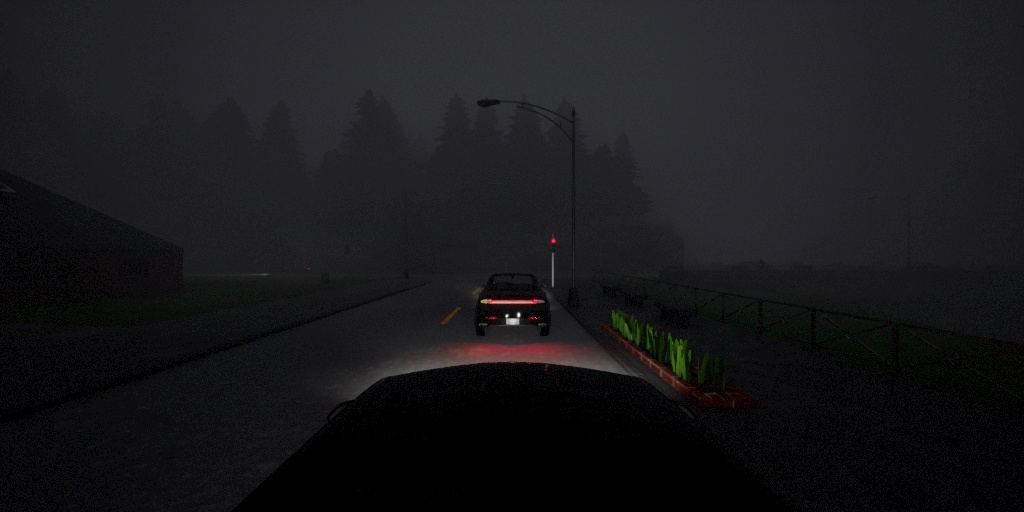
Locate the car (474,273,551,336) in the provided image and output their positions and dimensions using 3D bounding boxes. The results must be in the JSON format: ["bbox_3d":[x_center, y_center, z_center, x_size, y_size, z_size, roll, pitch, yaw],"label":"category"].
[{"bbox_3d":[0.022,1.241,10.375,2.128,1.511,4.902,0,0,0],"label":"car"}]

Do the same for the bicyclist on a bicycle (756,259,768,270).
[{"bbox_3d":[21.220,1.099,30.390,0.582,1.620,1.656,0,0,0],"label":"bicyclist on a bicycle"}]

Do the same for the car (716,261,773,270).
[{"bbox_3d":[25.037,1.297,38.778,5.357,1.411,2.033,0,0,0],"label":"car"}]

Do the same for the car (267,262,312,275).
[{"bbox_3d":[-24.040,1.314,38.884,4.181,1.385,1.994,0,0,0],"label":"car"}]

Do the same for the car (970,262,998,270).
[{"bbox_3d":[49.330,1.297,38.624,5.357,1.411,2.033,0,0,0],"label":"car"}]

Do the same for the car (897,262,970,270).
[{"bbox_3d":[40.461,1.351,34.637,4.718,1.301,1.895,0,0,0],"label":"car"}]
